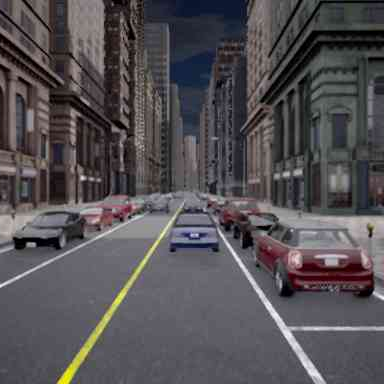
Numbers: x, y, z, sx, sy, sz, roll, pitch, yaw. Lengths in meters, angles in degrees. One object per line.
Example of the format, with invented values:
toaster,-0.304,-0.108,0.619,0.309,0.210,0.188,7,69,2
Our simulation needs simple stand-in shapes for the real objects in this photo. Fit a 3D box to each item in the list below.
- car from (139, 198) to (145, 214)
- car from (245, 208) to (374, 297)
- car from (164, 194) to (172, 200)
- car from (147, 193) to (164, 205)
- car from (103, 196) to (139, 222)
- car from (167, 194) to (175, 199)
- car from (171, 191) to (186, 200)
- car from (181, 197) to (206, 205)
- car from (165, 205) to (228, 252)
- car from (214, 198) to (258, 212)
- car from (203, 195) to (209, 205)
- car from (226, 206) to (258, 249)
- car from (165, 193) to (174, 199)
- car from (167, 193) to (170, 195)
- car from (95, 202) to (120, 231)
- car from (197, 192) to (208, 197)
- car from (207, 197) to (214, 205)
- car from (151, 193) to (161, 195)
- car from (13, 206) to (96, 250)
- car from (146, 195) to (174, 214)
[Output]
car,-5.778,1.400,30.746,1.752,1.417,4.829,0,0,0
car,2.761,1.405,8.516,1.967,1.590,4.097,0,0,0
car,-5.809,1.202,81.161,1.752,1.417,4.829,0,0,0
car,-5.791,1.100,53.321,2.192,1.841,5.009,0,0,0
car,-5.774,1.212,25.312,2.192,1.841,5.009,0,0,0
car,-5.816,1.178,92.534,1.887,1.381,4.507,0,0,0
car,-3.046,0.924,75.751,2.097,1.767,4.553,0,0,0
car,0.078,1.470,32.097,1.895,1.301,4.718,0,0,0
car,0.086,1.491,13.650,2.033,1.411,5.357,0,0,0
car,2.755,1.235,19.719,2.192,1.841,5.009,0,0,0
car,2.740,1.374,42.129,1.887,1.381,4.507,0,0,0
car,2.757,1.508,14.119,1.947,1.339,4.313,0,0,0
car,-5.812,1.095,86.932,1.967,1.590,4.097,0,0,0
car,-5.799,1.285,64.526,1.887,1.381,4.507,0,0,0
car,-5.772,1.501,19.712,1.802,1.307,4.206,0,0,0
car,2.723,1.160,70.139,1.967,1.590,4.097,0,0,0
car,2.747,1.425,30.925,2.008,1.369,4.403,0,0,0
car,-5.788,1.247,47.720,1.967,1.590,4.097,0,0,0
car,-5.768,1.508,14.110,1.947,1.339,4.313,0,0,0
car,-3.117,1.370,33.274,1.837,1.490,4.892,0,0,0
